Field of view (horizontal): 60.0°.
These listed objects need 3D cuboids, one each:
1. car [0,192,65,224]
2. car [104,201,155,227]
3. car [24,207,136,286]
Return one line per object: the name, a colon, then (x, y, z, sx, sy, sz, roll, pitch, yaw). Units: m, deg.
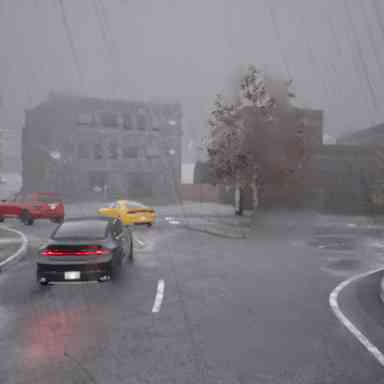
car: (-10.660, 1.004, 21.623, 5.566, 2.045, 2.150, 1, 1, 33)
car: (-4.060, 1.251, 19.884, 1.882, 1.535, 5.008, 0, 0, -35)
car: (-2.699, 1.406, 9.161, 1.837, 1.490, 4.892, 0, 1, -6)
